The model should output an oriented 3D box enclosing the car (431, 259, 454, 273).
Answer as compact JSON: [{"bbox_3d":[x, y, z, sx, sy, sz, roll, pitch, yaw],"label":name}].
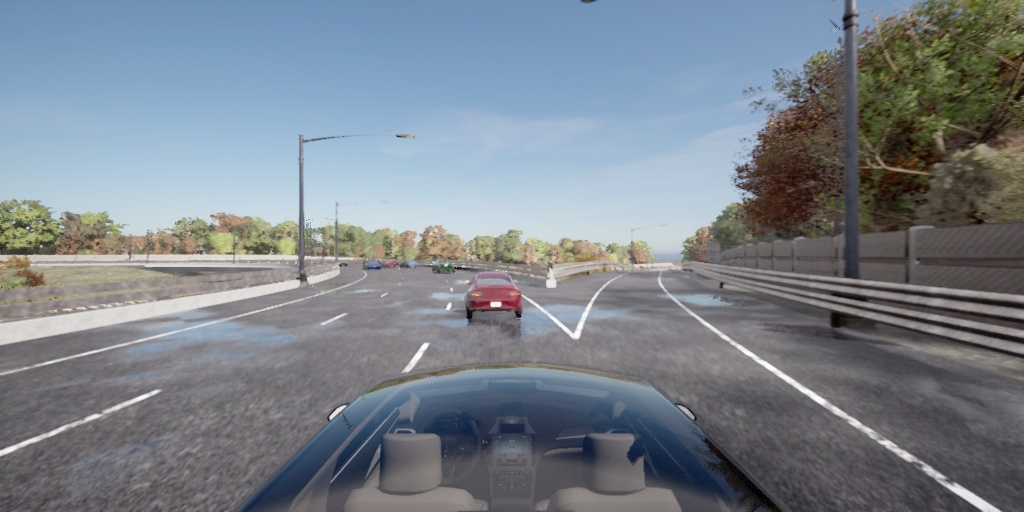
[{"bbox_3d":[-8.549,1.154,44.097,2.097,1.767,4.553,0,0,-22],"label":"car"}]

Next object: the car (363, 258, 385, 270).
[{"bbox_3d":[-21.193,1.439,54.348,1.994,1.385,4.181,0,0,-32],"label":"car"}]

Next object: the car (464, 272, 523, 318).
[{"bbox_3d":[-0.726,1.289,13.003,1.812,1.442,4.674,0,0,-6],"label":"car"}]

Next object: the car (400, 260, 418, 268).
[{"bbox_3d":[-18.101,1.406,62.687,2.033,1.411,5.357,0,0,-35],"label":"car"}]

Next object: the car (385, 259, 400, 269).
[{"bbox_3d":[-21.144,1.401,60.954,1.812,1.442,4.674,0,0,-35],"label":"car"}]
